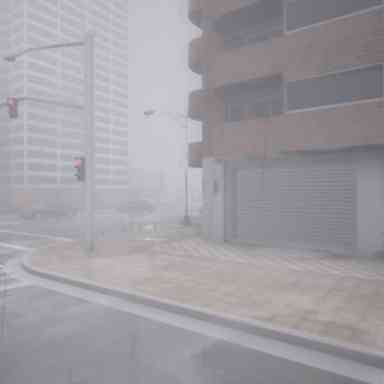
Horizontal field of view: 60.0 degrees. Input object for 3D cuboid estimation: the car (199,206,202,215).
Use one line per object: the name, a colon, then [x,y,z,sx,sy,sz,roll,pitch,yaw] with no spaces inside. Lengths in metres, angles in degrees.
car: [2.635,1.529,30.542,1.882,1.535,5.008,0,0,35]

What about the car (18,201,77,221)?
car: [-12.135,1.583,28.206,1.837,1.490,4.892,0,0,35]

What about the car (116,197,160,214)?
car: [-6.139,1.586,36.645,1.837,1.490,4.892,0,0,36]
